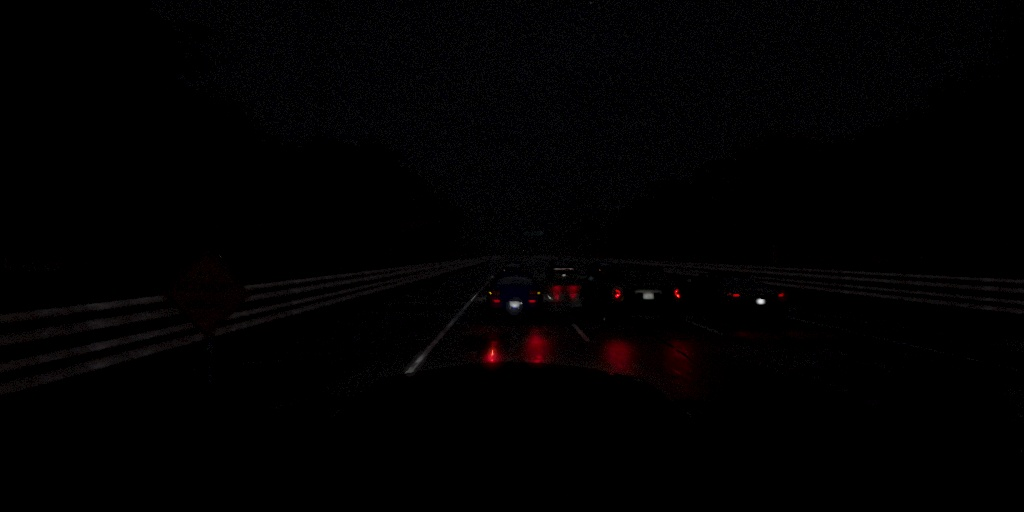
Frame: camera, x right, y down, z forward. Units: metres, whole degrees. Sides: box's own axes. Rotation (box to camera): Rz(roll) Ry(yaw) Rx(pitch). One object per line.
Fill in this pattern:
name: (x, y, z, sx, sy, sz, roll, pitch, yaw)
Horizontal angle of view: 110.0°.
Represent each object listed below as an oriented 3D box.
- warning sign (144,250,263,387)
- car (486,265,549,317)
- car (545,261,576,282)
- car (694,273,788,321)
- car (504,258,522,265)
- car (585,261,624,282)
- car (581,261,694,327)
warning sign: (-4.551, 0.844, 5.396, 1.300, 1.860, 1.060, 0, 0, 0)
car: (0.087, 1.211, 12.687, 1.812, 1.442, 4.674, 0, 0, 0)
car: (3.584, 1.093, 26.923, 2.128, 1.511, 4.902, 0, 0, 0)
car: (7.085, 1.252, 12.212, 1.994, 1.385, 4.181, 0, 0, 0)
car: (0.085, 1.121, 27.886, 1.812, 1.442, 4.674, 0, 0, 0)
car: (7.088, 1.121, 28.026, 1.812, 1.442, 4.674, 0, 0, 0)
car: (3.580, 1.045, 11.491, 2.097, 1.767, 4.553, 0, 0, 0)
